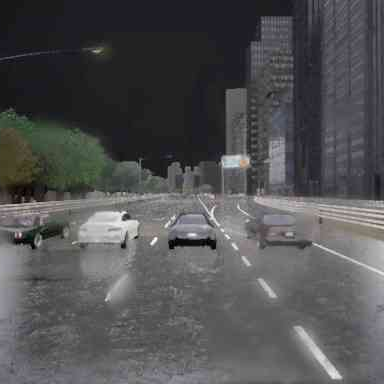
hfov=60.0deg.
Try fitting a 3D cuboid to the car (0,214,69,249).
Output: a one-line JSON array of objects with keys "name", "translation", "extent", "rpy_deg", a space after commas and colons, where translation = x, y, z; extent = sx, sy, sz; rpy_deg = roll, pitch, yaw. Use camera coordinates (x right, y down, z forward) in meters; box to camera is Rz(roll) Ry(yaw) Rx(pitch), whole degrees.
[{"name": "car", "translation": [-6.977, 1.618, 14.526], "extent": [1.895, 1.301, 4.718], "rpy_deg": [0, 0, 0]}]

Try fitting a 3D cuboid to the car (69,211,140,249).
[{"name": "car", "translation": [-3.477, 1.535, 14.485], "extent": [1.812, 1.442, 4.674], "rpy_deg": [0, 0, 0]}]

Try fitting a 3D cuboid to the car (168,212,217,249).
[{"name": "car", "translation": [0.023, 1.574, 14.474], "extent": [1.994, 1.385, 4.181], "rpy_deg": [0, 0, 0]}]

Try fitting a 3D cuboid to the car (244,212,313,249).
[{"name": "car", "translation": [3.523, 1.565, 14.463], "extent": [2.033, 1.411, 5.357], "rpy_deg": [0, 0, 0]}]
